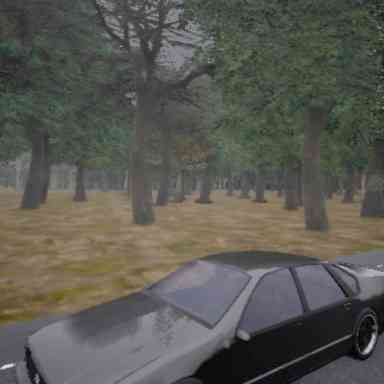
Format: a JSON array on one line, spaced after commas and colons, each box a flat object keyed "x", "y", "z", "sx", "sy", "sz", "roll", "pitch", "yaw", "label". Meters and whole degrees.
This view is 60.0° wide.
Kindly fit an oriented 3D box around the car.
[{"x": 0.750, "y": 1.551, "z": 4.405, "sx": 5.357, "sy": 1.411, "sz": 2.033, "roll": 0, "pitch": 0, "yaw": -36, "label": "car"}]
